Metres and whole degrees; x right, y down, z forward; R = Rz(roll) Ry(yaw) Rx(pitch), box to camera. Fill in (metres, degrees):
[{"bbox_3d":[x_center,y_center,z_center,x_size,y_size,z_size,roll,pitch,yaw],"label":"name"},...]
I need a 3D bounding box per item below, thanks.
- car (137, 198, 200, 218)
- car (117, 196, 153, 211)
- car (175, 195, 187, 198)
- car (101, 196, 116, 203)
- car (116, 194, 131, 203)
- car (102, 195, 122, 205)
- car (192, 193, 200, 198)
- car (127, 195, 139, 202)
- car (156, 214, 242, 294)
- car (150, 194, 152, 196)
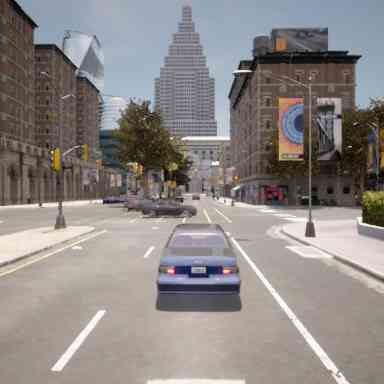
[{"bbox_3d":[-1.978,1.505,29.153,4.892,1.490,1.837,0,0,0],"label":"car"},{"bbox_3d":[-6.085,1.547,40.775,2.033,1.411,5.357,0,0,41],"label":"car"},{"bbox_3d":[-2.572,1.505,66.736,1.837,1.490,4.892,0,0,1],"label":"car"},{"bbox_3d":[-17.385,1.595,69.799,1.895,1.301,4.718,0,0,1],"label":"car"},{"bbox_3d":[-14.149,1.355,68.752,2.097,1.767,4.553,0,0,1],"label":"car"},{"bbox_3d":[-14.349,1.601,58.646,1.895,1.301,4.718,0,0,1],"label":"car"},{"bbox_3d":[1.121,1.350,89.984,2.097,1.767,4.553,0,0,1],"label":"car"},{"bbox_3d":[-14.021,1.478,78.851,1.882,1.535,5.008,0,0,1],"label":"car"},{"bbox_3d":[0.172,1.547,8.905,2.033,1.411,5.357,0,0,1],"label":"car"},{"bbox_3d":[-10.511,1.355,79.611,2.097,1.767,4.553,0,0,1],"label":"car"}]
